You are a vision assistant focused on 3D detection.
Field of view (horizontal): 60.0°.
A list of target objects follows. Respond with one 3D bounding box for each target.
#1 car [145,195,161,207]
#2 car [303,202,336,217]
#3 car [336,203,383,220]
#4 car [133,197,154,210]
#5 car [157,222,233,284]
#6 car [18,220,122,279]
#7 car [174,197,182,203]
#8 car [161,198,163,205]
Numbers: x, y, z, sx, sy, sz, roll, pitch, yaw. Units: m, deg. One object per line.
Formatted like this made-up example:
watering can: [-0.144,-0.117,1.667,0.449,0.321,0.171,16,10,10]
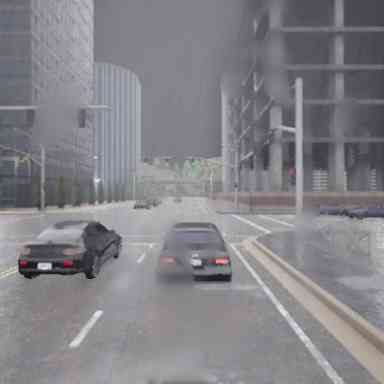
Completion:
car: [-7.129,1.533,57.231,2.150,2.045,5.566,0,0,0]
car: [13.014,1.685,32.423,4.181,1.385,1.994,0,0,0]
car: [15.878,1.649,28.936,5.357,1.411,2.033,0,0,0]
car: [-7.140,1.825,47.911,1.994,1.385,4.181,0,0,0]
car: [0.073,1.601,9.792,2.033,1.411,5.357,0,0,0]
car: [-3.428,1.581,10.069,1.812,1.442,4.674,0,0,0]
car: [-3.578,2.001,84.952,2.033,1.411,5.357,0,0,0]
car: [-7.071,1.717,67.052,2.097,1.767,4.553,0,0,0]
